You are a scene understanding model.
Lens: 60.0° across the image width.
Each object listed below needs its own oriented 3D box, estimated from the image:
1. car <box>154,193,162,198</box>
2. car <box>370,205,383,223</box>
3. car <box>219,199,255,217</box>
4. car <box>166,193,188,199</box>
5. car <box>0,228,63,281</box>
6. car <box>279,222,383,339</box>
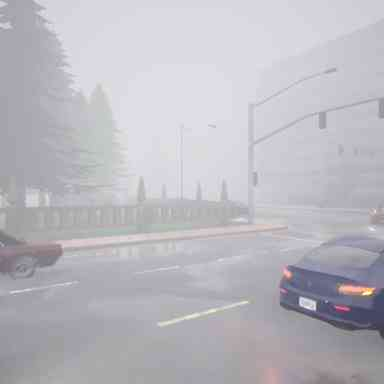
[{"bbox_3d":[-5.825,1.166,62.718,2.150,2.045,5.566,0,0,5],"label":"car"},{"bbox_3d":[14.104,1.328,22.593,4.553,1.767,2.097,0,0,-35],"label":"car"},{"bbox_3d":[3.735,1.422,30.820,1.882,1.535,5.008,0,0,-32],"label":"car"},{"bbox_3d":[-1.290,1.296,39.328,2.097,1.767,4.553,0,0,-26],"label":"car"},{"bbox_3d":[-5.917,1.601,8.370,4.718,1.301,1.895,0,0,-35],"label":"car"},{"bbox_3d":[3.638,1.526,6.363,4.674,1.442,1.812,0,0,-35],"label":"car"}]
